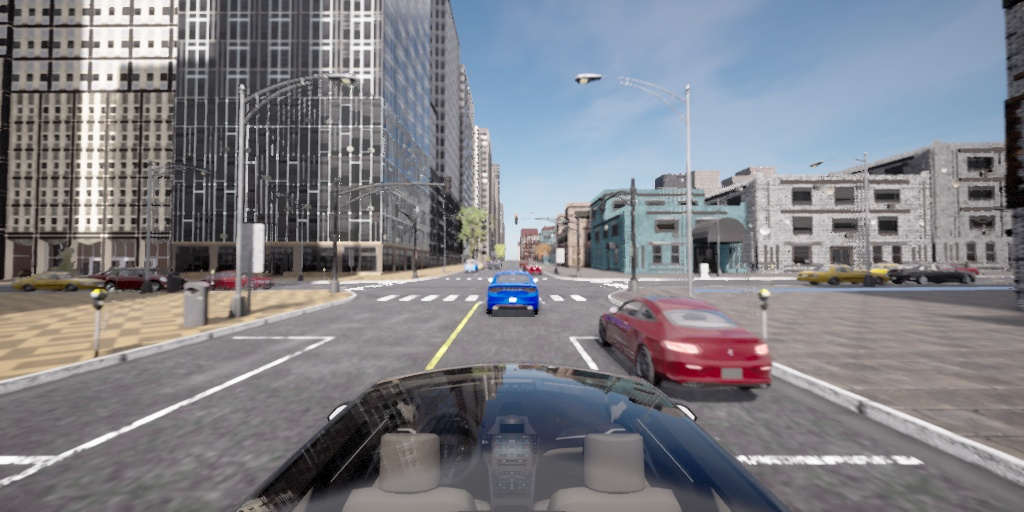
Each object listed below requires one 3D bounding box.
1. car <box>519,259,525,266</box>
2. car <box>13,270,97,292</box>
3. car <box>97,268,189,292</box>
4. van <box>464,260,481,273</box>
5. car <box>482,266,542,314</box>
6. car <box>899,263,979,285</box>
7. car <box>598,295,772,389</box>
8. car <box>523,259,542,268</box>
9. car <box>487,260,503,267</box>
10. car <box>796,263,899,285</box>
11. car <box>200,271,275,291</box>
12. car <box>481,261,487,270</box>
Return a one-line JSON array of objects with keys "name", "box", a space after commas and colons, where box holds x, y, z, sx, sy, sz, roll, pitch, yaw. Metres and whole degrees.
[{"name": "car", "box": [2.674, 1.473, 55.979, 2.192, 1.841, 5.009, 0, 0, 0]}, {"name": "car", "box": [-28.622, 1.624, 22.888, 4.829, 1.417, 1.751, 0, 0, 1]}, {"name": "car", "box": [-23.109, 1.484, 22.837, 4.097, 1.591, 1.967, 0, 0, 1]}, {"name": "van", "box": [-5.705, 1.457, 50.263, 1.690, 1.789, 3.998, 0, 0, 0]}, {"name": "car", "box": [0.045, 1.325, 14.408, 1.882, 1.535, 5.008, 0, 0, 0]}, {"name": "car", "box": [26.046, 1.123, 22.386, 4.403, 1.370, 2.007, 0, 0, 1]}, {"name": "car", "box": [2.814, 1.371, 6.669, 1.802, 1.307, 4.207, 0, 0, 0]}, {"name": "car", "box": [2.677, 1.514, 44.631, 1.967, 1.591, 4.097, 0, 0, 0]}, {"name": "car", "box": [-3.064, 1.765, 61.814, 1.994, 1.385, 4.181, 0, 0, 1]}, {"name": "car", "box": [20.683, 1.150, 22.435, 4.829, 1.417, 1.751, 0, 0, 1]}, {"name": "car", "box": [-17.426, 1.571, 22.785, 4.207, 1.307, 1.802, 0, 0, 1]}, {"name": "car", "box": [-5.709, 1.725, 61.441, 1.751, 1.417, 4.829, 0, 0, 0]}]
